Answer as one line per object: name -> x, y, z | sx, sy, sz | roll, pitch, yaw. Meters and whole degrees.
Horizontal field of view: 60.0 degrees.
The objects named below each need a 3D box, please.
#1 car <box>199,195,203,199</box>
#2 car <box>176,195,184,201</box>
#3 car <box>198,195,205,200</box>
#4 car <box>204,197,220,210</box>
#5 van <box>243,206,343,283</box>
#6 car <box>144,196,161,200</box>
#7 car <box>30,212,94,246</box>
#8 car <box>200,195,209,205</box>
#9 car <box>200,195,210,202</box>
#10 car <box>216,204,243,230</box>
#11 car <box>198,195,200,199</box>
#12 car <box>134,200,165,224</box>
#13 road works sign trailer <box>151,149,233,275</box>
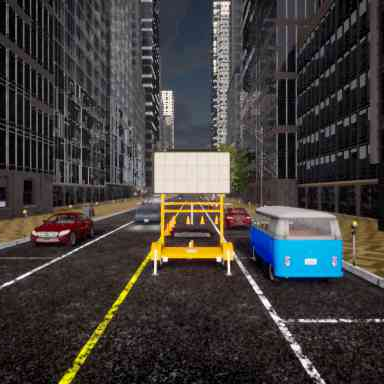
car -> 2.706, 1.538, 54.924 | 2.008, 1.369, 4.403 | 0, 0, 0
car -> -2.976, 1.464, 84.696 | 1.812, 1.442, 4.674 | 0, 0, 0
car -> 2.719, 1.462, 94.772 | 1.887, 1.381, 4.507 | 0, 0, 0
car -> 2.701, 1.581, 37.847 | 1.802, 1.307, 4.206 | 0, 0, 0
van -> 2.693, 1.341, 9.385 | 1.690, 1.788, 3.998 | 0, 0, 0
car -> -5.678, 1.548, 43.545 | 2.008, 1.369, 4.403 | 0, 0, 0
car -> -5.686, 1.581, 15.082 | 1.802, 1.307, 4.206 | 0, 0, 0
car -> 2.705, 1.544, 49.232 | 2.008, 1.369, 4.403 | 0, 0, 0
car -> 2.711, 1.401, 72.001 | 1.967, 1.590, 4.097 | 0, 0, 0
car -> 2.696, 1.581, 20.769 | 1.802, 1.307, 4.206 | 0, 0, 0
car -> 2.710, 1.410, 66.309 | 1.967, 1.590, 4.097 | 0, 0, 0
car -> -3.093, 1.547, 25.209 | 2.033, 1.411, 5.357 | 0, 0, 0
road works sign trailer -> 0.003, 0.464, 10.405 | 2.380, 3.560, 2.880 | 0, 0, 0
